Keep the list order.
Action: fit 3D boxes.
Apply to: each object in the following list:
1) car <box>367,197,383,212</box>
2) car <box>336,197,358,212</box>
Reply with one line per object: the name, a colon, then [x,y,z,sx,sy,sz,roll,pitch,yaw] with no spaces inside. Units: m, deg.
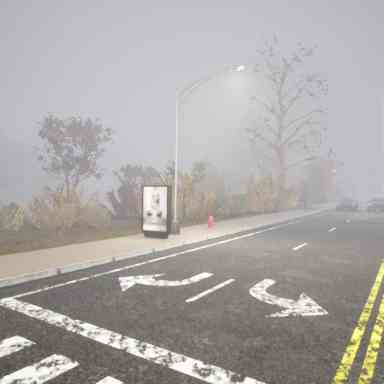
car: [21.404,1.393,38.192,2.097,1.767,4.553,0,0,30]
car: [18.596,1.390,39.829,2.097,1.767,4.553,0,0,30]
